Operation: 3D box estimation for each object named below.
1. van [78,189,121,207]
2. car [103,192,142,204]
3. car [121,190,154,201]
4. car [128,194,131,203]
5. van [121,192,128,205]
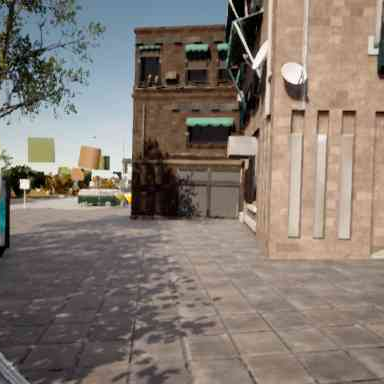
[{"bbox_3d":[-10.962,0.744,38.825,4.442,1.987,1.878,2,1,-14],"label":"van"},{"bbox_3d":[-9.987,0.859,47.790,5.366,1.575,1.946,2,1,-14],"label":"car"},{"bbox_3d":[-9.378,0.637,56.660,5.366,1.575,1.946,2,2,-14],"label":"car"},{"bbox_3d":[-10.468,0.898,44.756,5.008,1.535,2.097,2,1,-14],"label":"car"},{"bbox_3d":[-10.657,0.710,41.810,4.442,1.987,1.878,2,1,-14],"label":"van"}]
